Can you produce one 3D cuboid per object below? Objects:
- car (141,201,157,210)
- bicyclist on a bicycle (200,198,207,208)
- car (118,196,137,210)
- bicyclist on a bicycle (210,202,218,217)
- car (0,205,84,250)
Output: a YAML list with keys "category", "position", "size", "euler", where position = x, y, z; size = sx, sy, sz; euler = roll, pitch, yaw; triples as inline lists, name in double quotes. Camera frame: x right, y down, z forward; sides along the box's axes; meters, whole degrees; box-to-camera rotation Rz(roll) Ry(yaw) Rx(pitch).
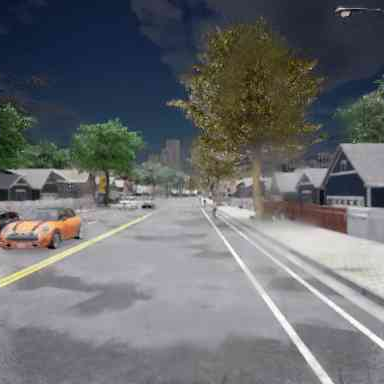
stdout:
- category: "car"
  position: [-6.555, 2.096, 50.653]
  size: [1.895, 1.301, 4.718]
  euler: [0, -1, 1]
- category: "bicyclist on a bicycle"
  position: [2.267, 1.933, 57.770]
  size: [0.659, 1.776, 1.843]
  euler: [0, 0, 0]
- category: "car"
  position: [-9.810, 1.705, 50.989]
  size: [2.150, 2.045, 5.566]
  euler: [0, -1, 1]
- category: "bicyclist on a bicycle"
  position: [2.261, 1.758, 33.302]
  size: [0.866, 1.612, 1.509]
  euler: [0, 0, 0]
- category: "car"
  position: [-6.595, 1.502, 15.117]
  size: [2.097, 1.767, 4.553]
  euler: [0, -1, 0]
